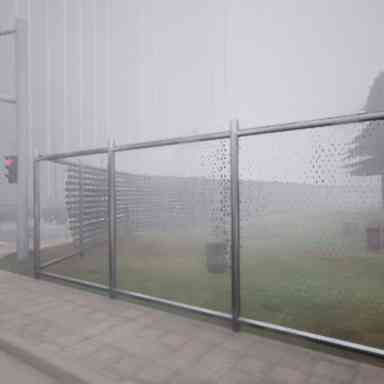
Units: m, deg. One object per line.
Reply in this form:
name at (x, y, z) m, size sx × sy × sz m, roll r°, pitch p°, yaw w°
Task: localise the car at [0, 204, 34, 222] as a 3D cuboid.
car at (-15.069, 1.731, 26.615) m, size 1.882 × 1.535 × 5.008 m, roll -1°, pitch 0°, yaw 36°
